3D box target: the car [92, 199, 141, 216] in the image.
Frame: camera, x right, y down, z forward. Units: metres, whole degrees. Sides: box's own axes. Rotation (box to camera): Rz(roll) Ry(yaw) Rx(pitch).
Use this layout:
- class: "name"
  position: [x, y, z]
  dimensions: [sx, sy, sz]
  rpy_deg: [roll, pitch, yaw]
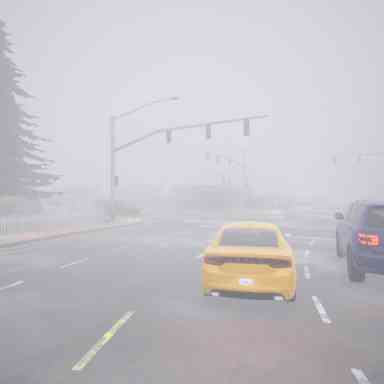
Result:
- class: "car"
  position: [-7.227, 1.557, 32.745]
  dimensions: [4.892, 1.490, 1.837]
  rpy_deg: [0, 0, 34]

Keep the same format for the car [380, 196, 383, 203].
- class: "car"
  position: [39.898, 1.534, 68.170]
  dimensions: [2.033, 1.411, 5.357]
  rpy_deg: [0, 0, 32]

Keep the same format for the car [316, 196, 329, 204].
- class: "car"
  position: [23.505, 1.558, 61.586]
  dimensions: [1.994, 1.385, 4.181]
  rpy_deg: [0, 0, 32]

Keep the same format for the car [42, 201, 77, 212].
- class: "car"
  position: [-15.074, 1.578, 37.643]
  dimensions: [4.674, 1.442, 1.812]
  rpy_deg: [0, 0, 32]

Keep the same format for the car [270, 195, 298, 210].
- class: "car"
  position: [11.355, 1.489, 41.885]
  dimensions: [2.128, 1.511, 4.902]
  rpy_deg: [0, 0, 32]

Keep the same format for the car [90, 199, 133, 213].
- class: "car"
  position: [-9.289, 1.557, 38.163]
  dimensions: [4.892, 1.490, 1.837]
  rpy_deg: [0, 0, 32]

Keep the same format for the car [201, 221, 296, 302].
- class: "car"
  position: [1.498, 1.477, 8.449]
  dimensions: [1.882, 1.535, 5.008]
  rpy_deg: [0, 0, 12]

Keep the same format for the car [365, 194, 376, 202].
- class: "car"
  position: [42.877, 1.348, 79.727]
  dimensions: [2.097, 1.767, 4.553]
  rpy_deg: [0, 0, 32]

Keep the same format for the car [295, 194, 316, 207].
- class: "car"
  position: [17.610, 1.521, 52.060]
  dimensions: [1.812, 1.442, 4.674]
  rpy_deg: [0, 0, 31]

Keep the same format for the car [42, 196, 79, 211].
- class: "car"
  position: [-17.011, 1.404, 42.979]
  dimensions: [4.553, 1.767, 2.097]
  rpy_deg: [0, 0, 32]

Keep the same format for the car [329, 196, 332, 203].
- class: "car"
  position: [28.848, 1.518, 70.236]
  dimensions: [1.812, 1.442, 4.674]
  rpy_deg: [0, 0, 32]

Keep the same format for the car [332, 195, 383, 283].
- class: "car"
  position: [5.462, 1.221, 9.478]
  dimensions: [2.150, 2.045, 5.566]
  rpy_deg: [0, 0, 19]
